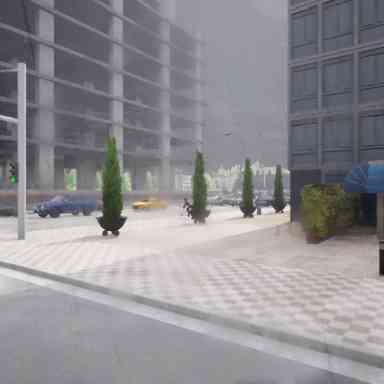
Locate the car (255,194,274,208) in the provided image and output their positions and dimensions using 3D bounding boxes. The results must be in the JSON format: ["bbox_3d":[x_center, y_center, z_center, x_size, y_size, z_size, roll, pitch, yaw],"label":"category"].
[{"bbox_3d":[11.254,1.490,49.578,2.128,1.511,4.902,0,0,36],"label":"car"}]

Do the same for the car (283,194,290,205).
[{"bbox_3d":[17.127,1.491,57.722,2.128,1.511,4.902,0,0,36],"label":"car"}]

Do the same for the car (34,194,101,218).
[{"bbox_3d":[-11.455,1.221,30.432,2.150,2.045,5.566,0,0,36],"label":"car"}]

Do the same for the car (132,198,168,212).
[{"bbox_3d":[-4.959,1.477,39.420,1.882,1.535,5.008,0,0,36],"label":"car"}]

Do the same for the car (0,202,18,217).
[{"bbox_3d":[-16.970,1.564,28.775,1.994,1.385,4.181,0,0,36],"label":"car"}]

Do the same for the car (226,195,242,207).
[{"bbox_3d":[7.626,1.601,50.609,1.895,1.301,4.718,0,0,36],"label":"car"}]

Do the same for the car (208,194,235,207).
[{"bbox_3d":[4.726,1.525,52.730,1.812,1.442,4.674,0,0,36],"label":"car"}]

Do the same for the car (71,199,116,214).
[{"bbox_3d":[-10.937,1.526,37.125,1.812,1.442,4.674,0,0,36],"label":"car"}]

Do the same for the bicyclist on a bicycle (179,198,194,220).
[{"bbox_3d":[-0.367,1.301,25.316,1.656,1.620,0.582,0,0,36],"label":"bicyclist on a bicycle"}]
